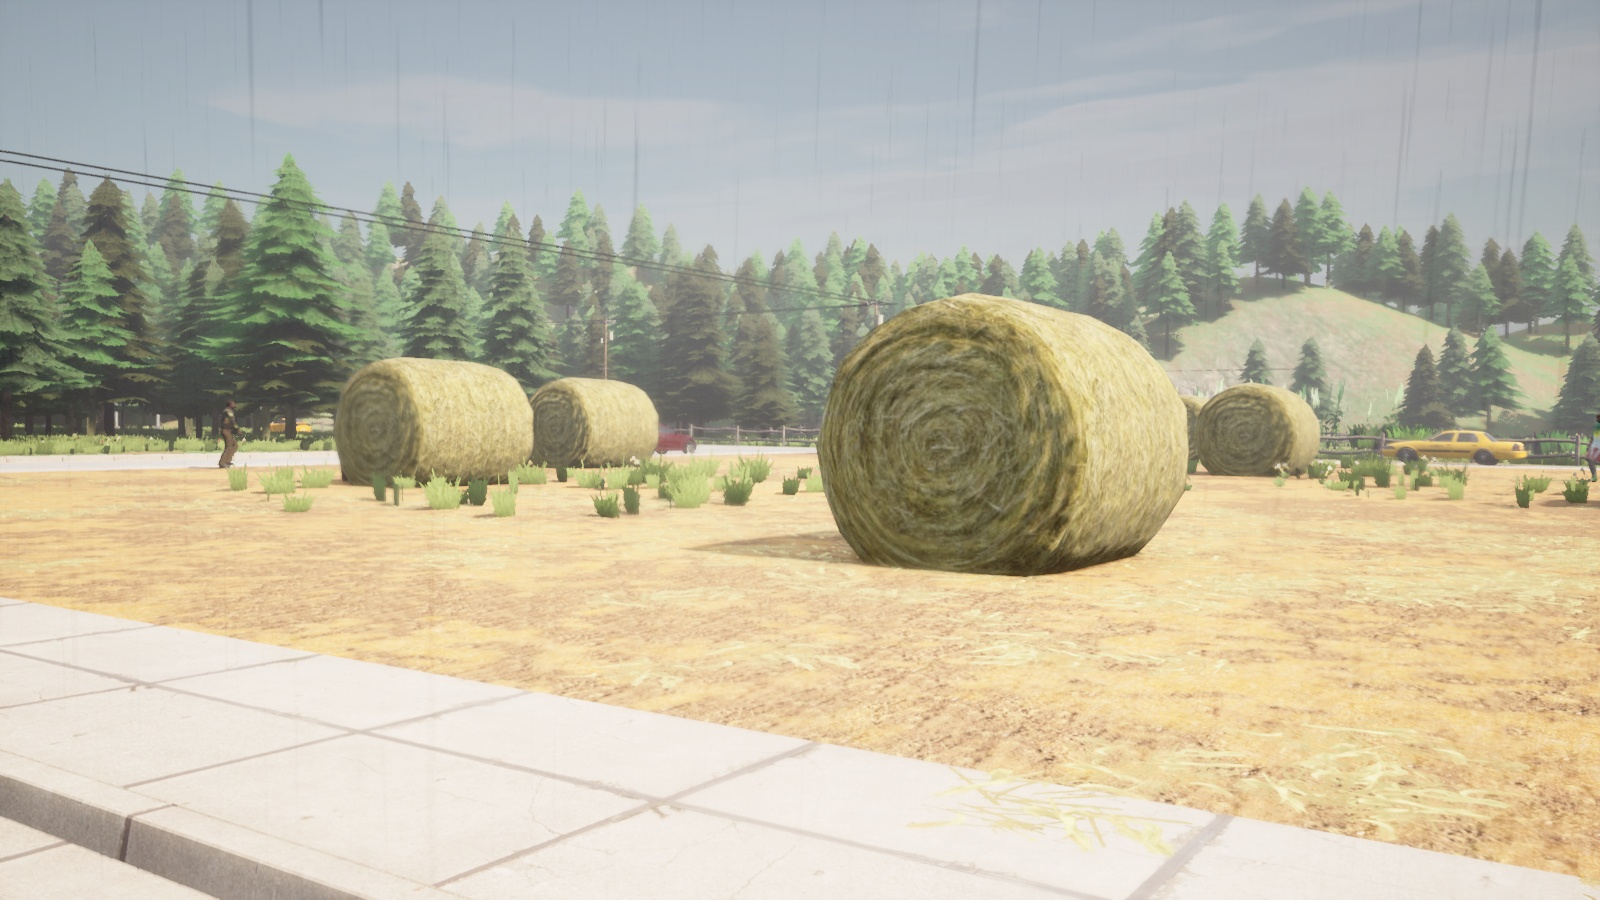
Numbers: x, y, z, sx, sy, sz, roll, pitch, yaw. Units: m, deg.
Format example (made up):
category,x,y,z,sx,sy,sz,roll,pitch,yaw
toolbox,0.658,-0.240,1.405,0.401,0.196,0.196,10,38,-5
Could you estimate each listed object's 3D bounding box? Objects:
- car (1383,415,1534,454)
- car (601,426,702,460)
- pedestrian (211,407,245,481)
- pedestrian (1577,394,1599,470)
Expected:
category,x,y,z,sx,sy,sz,roll,pitch,yaw
car,27.581,-0.668,52.714,5.366,1.575,1.801,1,2,38
car,-6.606,-0.337,56.305,1.812,1.442,4.674,0,1,35
pedestrian,-15.002,-0.164,32.944,0.692,1.930,0.395,-1,2,-38
pedestrian,20.770,-0.473,32.541,0.873,1.952,0.659,-1,1,-12
